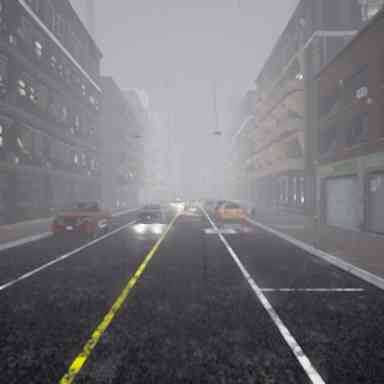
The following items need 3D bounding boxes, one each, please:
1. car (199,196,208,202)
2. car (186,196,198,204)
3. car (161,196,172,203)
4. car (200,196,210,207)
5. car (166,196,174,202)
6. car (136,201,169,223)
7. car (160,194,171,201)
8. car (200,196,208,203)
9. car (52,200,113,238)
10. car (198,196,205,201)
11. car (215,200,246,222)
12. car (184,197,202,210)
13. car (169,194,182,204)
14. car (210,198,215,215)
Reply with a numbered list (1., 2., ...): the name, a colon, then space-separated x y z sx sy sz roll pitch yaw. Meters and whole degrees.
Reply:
1. car: 2.690 1.730 79.935 1.947 1.339 4.313 0 0 0
2. car: 0.016 1.634 65.908 2.128 1.511 4.902 0 0 1
3. car: -5.691 1.704 74.302 2.008 1.369 4.403 0 0 0
4. car: 2.690 1.660 51.753 2.008 1.369 4.403 0 0 0
5. car: -5.691 1.720 85.575 1.887 1.381 4.507 0 0 0
6. car: -3.100 1.619 25.737 1.994 1.385 4.181 0 0 0
7. car: -5.691 1.693 68.665 2.008 1.369 4.403 0 0 0
8. car: 2.690 1.679 74.468 1.752 1.417 4.829 0 0 0
9. car: -5.688 1.354 17.941 2.192 1.841 5.009 0 0 0
10. car: 2.689 1.768 91.207 1.802 1.307 4.206 0 0 0
11. car: 3.149 1.515 27.124 1.801 1.575 5.366 0 0 0
12. car: 0.017 1.632 44.458 1.812 1.442 4.674 0 0 0
13. car: -3.005 1.680 66.773 2.033 1.411 5.357 0 0 0
14. car: 3.139 1.550 33.933 1.882 1.535 5.008 0 0 0
